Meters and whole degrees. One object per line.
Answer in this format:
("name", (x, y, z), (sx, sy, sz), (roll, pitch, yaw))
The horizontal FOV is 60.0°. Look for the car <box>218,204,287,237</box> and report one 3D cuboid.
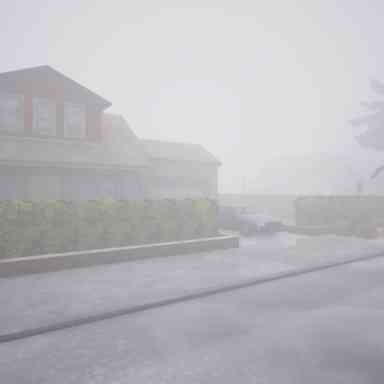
("car", (2.261, 1.356, 17.010), (2.033, 1.415, 5.357), (0, 0, -33))
